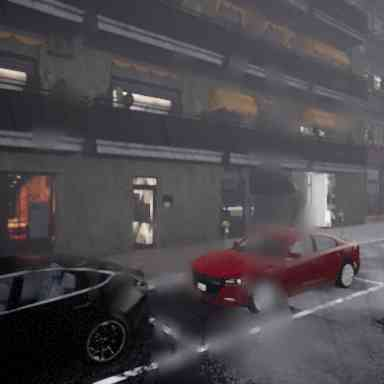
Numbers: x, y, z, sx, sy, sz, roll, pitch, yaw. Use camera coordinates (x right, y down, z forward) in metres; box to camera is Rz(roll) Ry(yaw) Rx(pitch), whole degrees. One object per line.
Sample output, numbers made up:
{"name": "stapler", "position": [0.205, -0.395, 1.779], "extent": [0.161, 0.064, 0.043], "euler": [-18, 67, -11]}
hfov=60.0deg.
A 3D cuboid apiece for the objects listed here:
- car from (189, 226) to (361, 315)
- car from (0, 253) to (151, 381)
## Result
{"name": "car", "position": [2.017, 1.514, 7.519], "extent": [4.507, 1.381, 1.887], "euler": [0, 1, -35]}
{"name": "car", "position": [-2.604, 1.565, 4.233], "extent": [4.313, 1.339, 1.947], "euler": [0, 1, -35]}
